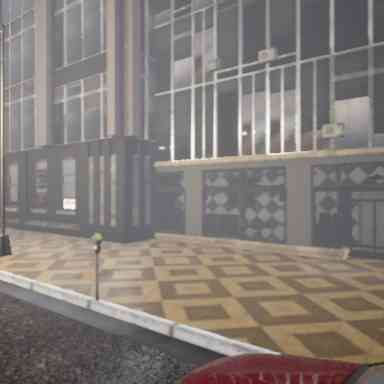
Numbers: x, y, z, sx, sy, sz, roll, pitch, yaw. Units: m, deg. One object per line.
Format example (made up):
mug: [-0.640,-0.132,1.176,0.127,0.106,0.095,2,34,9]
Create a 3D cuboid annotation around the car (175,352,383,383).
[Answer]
car: [1.615,1.586,1.577,4.206,1.307,1.802,0,0,35]
